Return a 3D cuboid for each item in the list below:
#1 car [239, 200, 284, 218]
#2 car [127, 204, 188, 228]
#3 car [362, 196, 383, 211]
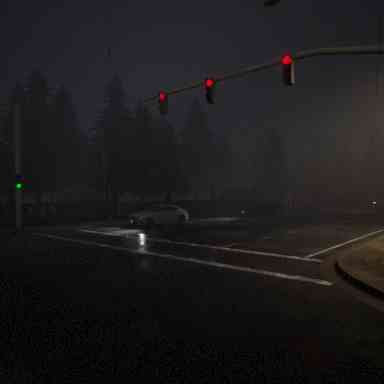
[{"bbox_3d":[6.474,1.502,30.927,4.902,1.511,2.128,0,0,-38],"label":"car"},{"bbox_3d":[-2.238,1.577,22.768,1.812,1.442,4.674,-1,0,43],"label":"car"},{"bbox_3d":[22.255,1.263,38.685,4.553,1.767,2.097,0,0,-13],"label":"car"}]
